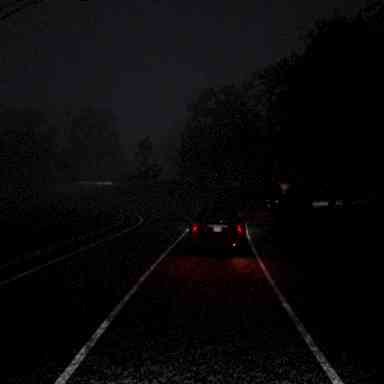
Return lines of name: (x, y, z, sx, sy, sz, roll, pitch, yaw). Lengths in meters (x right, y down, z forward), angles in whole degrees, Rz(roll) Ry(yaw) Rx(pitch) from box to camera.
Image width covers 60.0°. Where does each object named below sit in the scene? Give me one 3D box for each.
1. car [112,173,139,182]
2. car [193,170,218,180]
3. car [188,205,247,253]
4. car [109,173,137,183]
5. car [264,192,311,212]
car: (-12.890, -2.872, 64.862, 2.128, 1.511, 4.902, 4, 7, 38)
car: (2.780, -3.143, 67.782, 4.902, 1.511, 2.128, 0, 5, 4)
car: (1.076, 1.322, 13.797, 2.097, 1.767, 4.553, 1, 0, 5)
car: (-12.751, -2.416, 60.300, 1.837, 1.490, 4.892, 4, 7, 38)
car: (8.421, 0.766, 29.107, 4.902, 1.511, 2.128, -5, 7, -34)
